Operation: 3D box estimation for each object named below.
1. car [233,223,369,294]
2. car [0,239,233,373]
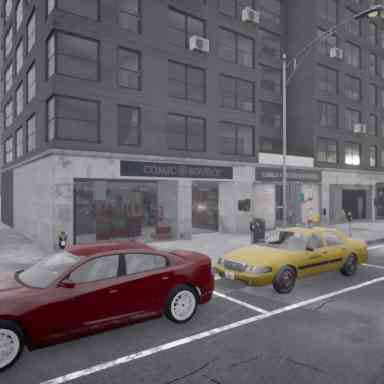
[{"bbox_3d":[2.791,1.525,8.768,4.829,1.417,1.752,0,0,-36],"label":"car"},{"bbox_3d":[-1.682,1.545,5.569,4.507,1.381,1.887,0,0,-36],"label":"car"}]
